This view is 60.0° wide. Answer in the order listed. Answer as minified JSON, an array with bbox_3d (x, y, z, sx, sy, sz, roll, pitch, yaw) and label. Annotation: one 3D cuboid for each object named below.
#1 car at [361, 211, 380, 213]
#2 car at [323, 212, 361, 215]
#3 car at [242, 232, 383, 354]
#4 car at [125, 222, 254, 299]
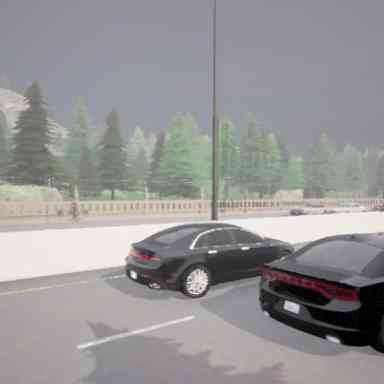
[{"bbox_3d":[17.458,1.705,29.334,4.902,1.511,2.128,1,0,-35],"label":"car"},{"bbox_3d":[14.945,1.734,31.840,4.674,1.442,1.812,1,0,-35],"label":"car"},{"bbox_3d":[3.460,1.521,6.232,5.008,1.535,1.882,0,0,-35],"label":"car"},{"bbox_3d":[0.727,1.543,8.577,4.892,1.490,1.837,0,0,-35],"label":"car"}]
